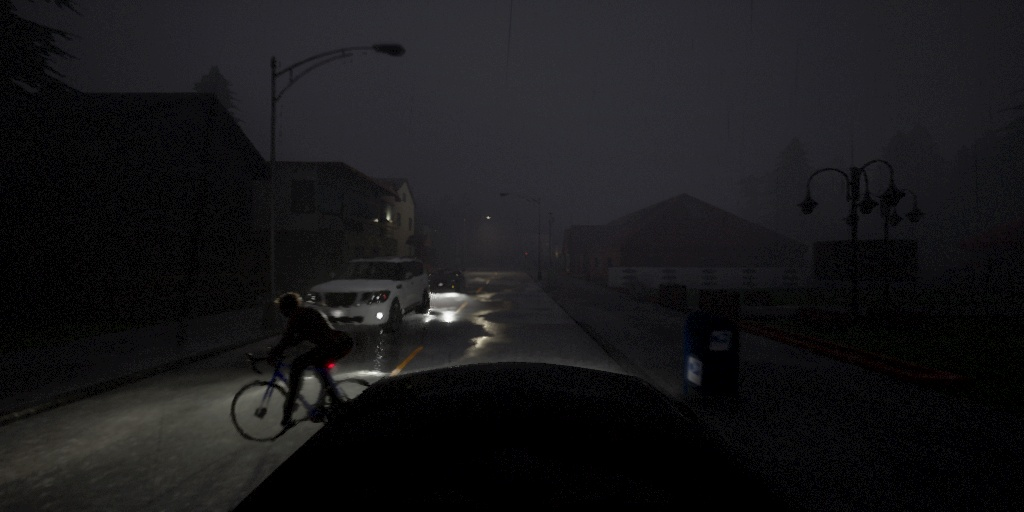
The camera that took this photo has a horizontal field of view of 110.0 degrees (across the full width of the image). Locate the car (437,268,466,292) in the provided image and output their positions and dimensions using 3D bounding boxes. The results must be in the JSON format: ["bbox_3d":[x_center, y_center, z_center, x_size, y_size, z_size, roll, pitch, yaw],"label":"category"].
[{"bbox_3d":[-4.094,1.472,22.627,1.994,1.385,4.181,0,0,0],"label":"car"}]

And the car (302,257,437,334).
[{"bbox_3d":[-4.104,1.047,11.222,2.150,2.045,5.566,0,-1,0],"label":"car"}]

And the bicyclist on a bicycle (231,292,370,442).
[{"bbox_3d":[-2.248,1.220,3.900,1.656,1.620,0.582,-2,0,0],"label":"bicyclist on a bicycle"}]
